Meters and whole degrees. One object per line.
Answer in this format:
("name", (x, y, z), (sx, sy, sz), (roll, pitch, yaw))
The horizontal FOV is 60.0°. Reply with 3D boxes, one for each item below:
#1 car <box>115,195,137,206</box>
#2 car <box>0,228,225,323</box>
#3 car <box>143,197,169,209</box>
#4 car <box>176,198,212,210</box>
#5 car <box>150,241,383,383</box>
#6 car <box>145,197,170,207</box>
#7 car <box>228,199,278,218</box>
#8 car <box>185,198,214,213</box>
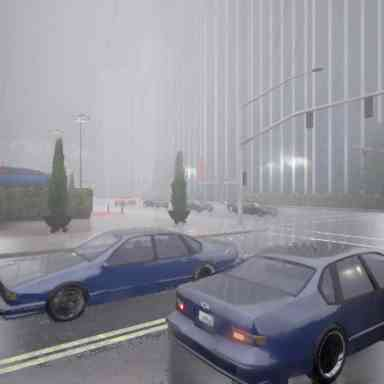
("car", (-10.697, 1.350, 53.606), (2.097, 1.767, 4.553), (0, 0, -36))
("car", (-1.293, 1.547, 7.374), (5.357, 1.411, 2.033), (0, 0, -36))
("car", (-4.981, 1.503, 45.672), (1.837, 1.490, 4.892), (0, 0, -36))
("car", (0.173, 1.545, 44.521), (2.033, 1.411, 5.357), (0, 0, -36))
("car", (2.224, 1.547, 5.389), (5.357, 1.411, 2.033), (0, 0, -35))
("car", (-5.551, 1.523, 52.446), (1.812, 1.442, 4.674), (0, 0, -36))
("car", (5.786, 1.523, 30.740), (1.812, 1.442, 4.674), (0, 0, -34))
("car", (0.497, 1.523, 38.136), (1.812, 1.442, 4.674), (0, 0, -36))
